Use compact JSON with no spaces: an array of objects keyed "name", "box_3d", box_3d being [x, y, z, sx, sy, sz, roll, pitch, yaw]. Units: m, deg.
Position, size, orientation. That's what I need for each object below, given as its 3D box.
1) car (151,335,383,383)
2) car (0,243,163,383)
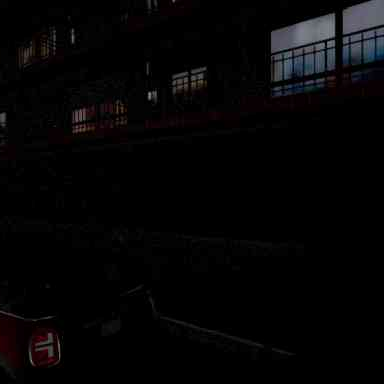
[{"name":"car","box_3d":[2.164,1.545,1.334,4.507,1.381,1.887,0,0,36]},{"name":"car","box_3d":[-2.424,1.440,4.609,4.097,1.590,1.967,0,0,36]}]
